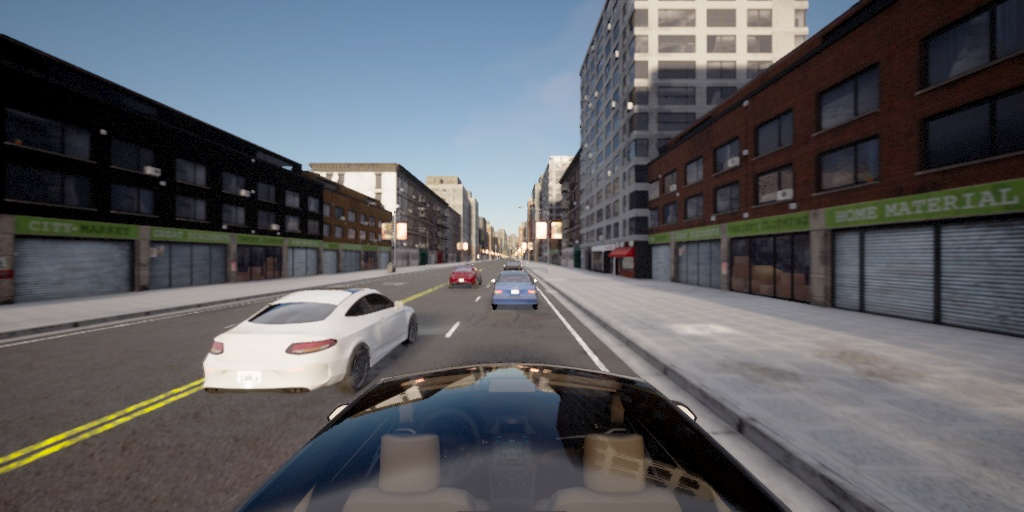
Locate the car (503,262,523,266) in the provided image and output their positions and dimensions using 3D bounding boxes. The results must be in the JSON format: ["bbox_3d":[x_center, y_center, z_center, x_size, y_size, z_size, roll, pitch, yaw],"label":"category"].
[{"bbox_3d":[0.104,1.342,37.229,1.882,1.535,5.008,0,0,0],"label":"car"}]

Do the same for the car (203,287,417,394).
[{"bbox_3d":[-3.146,1.291,6.599,1.812,1.442,4.674,0,0,0],"label":"car"}]

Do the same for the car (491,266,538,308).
[{"bbox_3d":[0.103,1.340,15.305,2.033,1.411,5.357,0,0,0],"label":"car"}]

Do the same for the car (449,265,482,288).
[{"bbox_3d":[-3.145,1.348,24.555,1.812,1.442,4.674,0,0,0],"label":"car"}]
